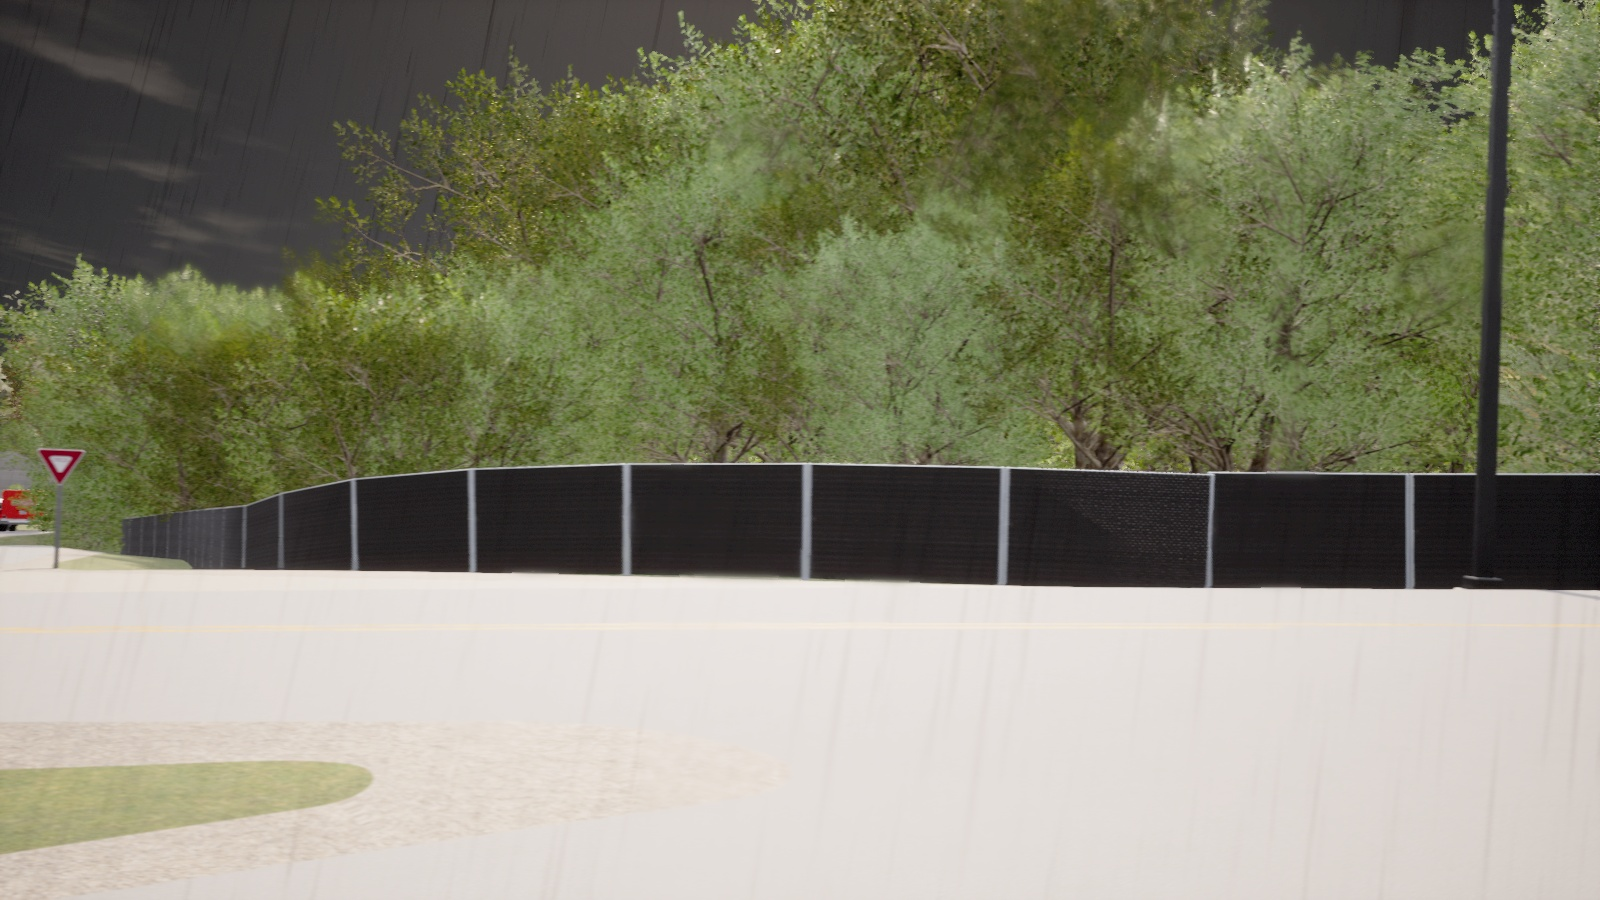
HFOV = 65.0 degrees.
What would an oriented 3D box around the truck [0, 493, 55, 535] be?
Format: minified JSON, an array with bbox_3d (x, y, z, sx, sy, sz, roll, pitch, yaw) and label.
[{"bbox_3d":[-47.197,3.941,76.617,2.627,2.467,5.204,2,-4,-27],"label":"truck"}]
